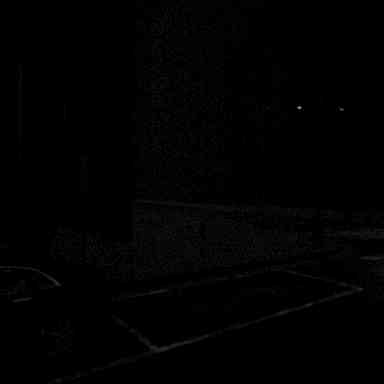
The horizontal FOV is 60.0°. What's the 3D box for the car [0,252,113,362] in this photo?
[{"bbox_3d":[-3.262,1.548,4.331,4.403,1.369,2.008,1,-1,-35],"label":"car"}]
